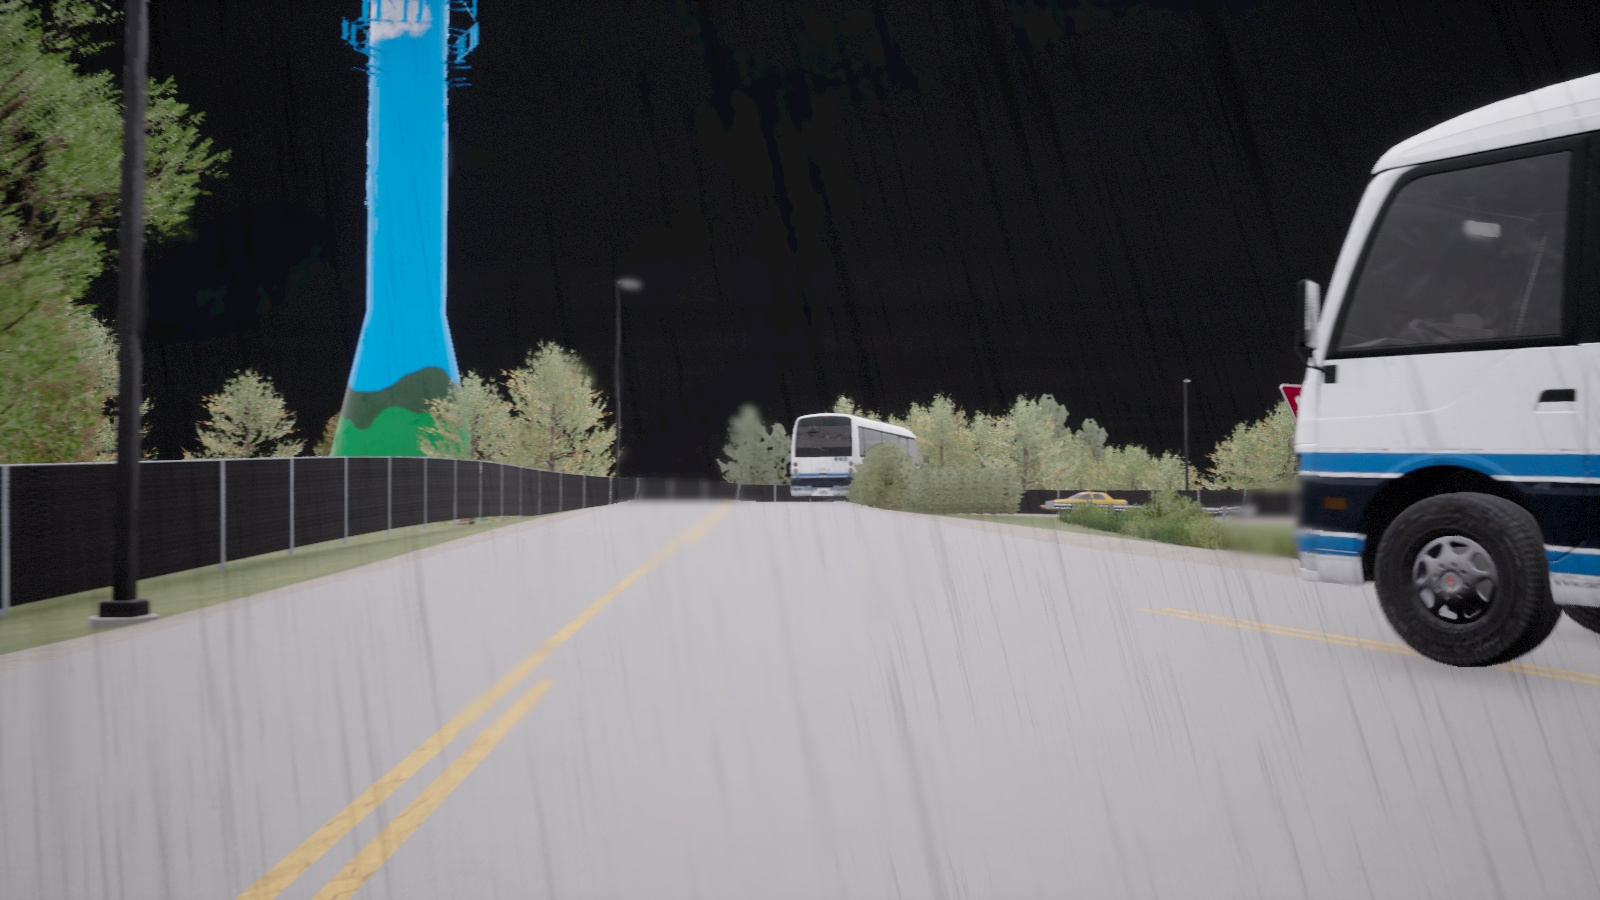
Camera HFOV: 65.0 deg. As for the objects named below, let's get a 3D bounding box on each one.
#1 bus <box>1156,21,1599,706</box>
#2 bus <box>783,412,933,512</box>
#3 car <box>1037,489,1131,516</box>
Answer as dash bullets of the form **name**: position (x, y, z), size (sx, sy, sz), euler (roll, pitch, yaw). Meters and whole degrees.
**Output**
- **bus**: position (7.570, -0.513, 7.487), size (3.944, 4.253, 10.273), euler (1, 0, -35)
- **bus**: position (3.060, 0.791, 60.950), size (3.944, 4.253, 10.273), euler (-1, -4, 23)
- **car**: position (17.605, 3.270, 77.934), size (5.366, 1.575, 1.801), euler (2, -3, -8)
